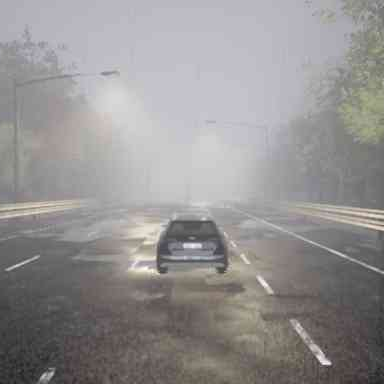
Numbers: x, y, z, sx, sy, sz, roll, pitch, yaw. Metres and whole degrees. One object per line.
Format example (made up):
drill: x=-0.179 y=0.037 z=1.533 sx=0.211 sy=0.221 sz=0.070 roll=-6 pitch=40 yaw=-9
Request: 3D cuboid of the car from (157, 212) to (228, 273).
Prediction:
car: x=0.001 y=1.423 z=10.591 sx=2.033 sy=1.649 sz=4.856 roll=0 pitch=0 yaw=0
